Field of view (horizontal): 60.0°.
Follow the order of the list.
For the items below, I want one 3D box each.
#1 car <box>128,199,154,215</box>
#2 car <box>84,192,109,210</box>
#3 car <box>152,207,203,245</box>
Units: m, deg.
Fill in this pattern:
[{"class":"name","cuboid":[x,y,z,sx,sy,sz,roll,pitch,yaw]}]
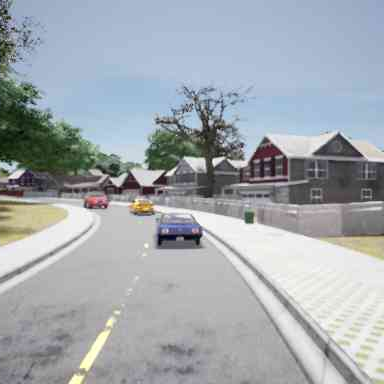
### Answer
[{"class":"car","cuboid":[-5.079,1.404,33.105,1.882,1.535,5.008,0,0,-19]},{"class":"car","cuboid":[-12.083,1.072,41.839,2.150,2.045,5.566,0,0,-28]},{"class":"car","cuboid":[-0.762,1.585,15.543,1.895,1.301,4.718,0,0,-8]}]
